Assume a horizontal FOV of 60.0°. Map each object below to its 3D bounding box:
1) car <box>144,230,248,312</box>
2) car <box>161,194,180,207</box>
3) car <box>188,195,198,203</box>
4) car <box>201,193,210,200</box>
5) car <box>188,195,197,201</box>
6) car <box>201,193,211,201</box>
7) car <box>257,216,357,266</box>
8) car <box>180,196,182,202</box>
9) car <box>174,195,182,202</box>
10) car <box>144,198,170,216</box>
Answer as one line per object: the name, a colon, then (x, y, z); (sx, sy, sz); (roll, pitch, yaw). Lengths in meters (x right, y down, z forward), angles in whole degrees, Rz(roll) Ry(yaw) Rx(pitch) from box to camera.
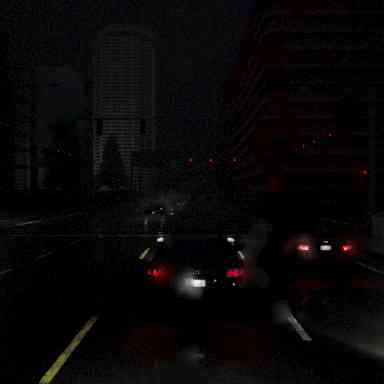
car: (0.081, 1.564, 7.820); (1.994, 1.385, 4.181); (0, 0, 0)
car: (-3.511, 1.492, 52.402); (2.128, 1.511, 4.902); (0, 0, 0)
car: (0.138, 1.502, 71.113); (1.837, 1.490, 4.892); (0, 0, 0)
car: (3.642, 1.207, 90.481); (2.150, 2.045, 5.566); (0, 0, 0)
car: (0.128, 1.534, 81.459); (2.033, 1.411, 5.357); (0, 0, 0)
car: (3.627, 1.493, 80.597); (1.837, 1.490, 4.892); (0, 0, 0)
car: (3.607, 1.547, 11.437); (2.033, 1.411, 5.357); (0, 0, 0)
car: (-3.391, 1.351, 69.393); (2.097, 1.767, 4.553); (0, 0, 0)
car: (-3.373, 1.523, 80.672); (1.812, 1.442, 4.674); (0, 0, 0)
car: (-3.556, 1.591, 32.744); (1.895, 1.301, 4.718); (0, 0, 0)
